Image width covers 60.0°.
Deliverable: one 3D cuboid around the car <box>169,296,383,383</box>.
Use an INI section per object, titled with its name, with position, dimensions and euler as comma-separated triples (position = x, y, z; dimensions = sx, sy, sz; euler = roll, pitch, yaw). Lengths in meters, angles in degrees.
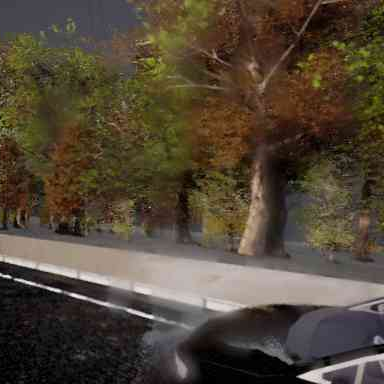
[car]
position = 2.012, 1.488, 2.250
dimensions = 4.902, 1.511, 2.128
euler = -1, 0, 35
